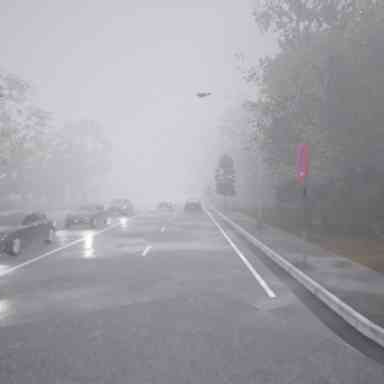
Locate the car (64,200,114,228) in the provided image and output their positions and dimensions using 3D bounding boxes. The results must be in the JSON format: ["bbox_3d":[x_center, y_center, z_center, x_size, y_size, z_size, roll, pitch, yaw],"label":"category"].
[{"bbox_3d":[-7.035,1.519,22.620,1.837,1.490,4.892,0,0,0],"label":"car"}]

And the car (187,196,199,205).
[{"bbox_3d":[0.086,1.527,61.377,2.128,1.511,4.902,0,-1,0],"label":"car"}]

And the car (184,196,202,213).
[{"bbox_3d":[0.089,1.502,37.631,1.882,1.535,5.008,0,0,0],"label":"car"}]

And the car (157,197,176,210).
[{"bbox_3d":[-3.512,1.629,44.075,1.895,1.301,4.718,0,0,0],"label":"car"}]

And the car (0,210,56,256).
[{"bbox_3d":[-7.082,1.513,13.253,1.837,1.490,4.892,0,0,0],"label":"car"}]

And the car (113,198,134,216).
[{"bbox_3d":[-7.009,1.372,32.545,2.097,1.767,4.553,0,0,0],"label":"car"}]
